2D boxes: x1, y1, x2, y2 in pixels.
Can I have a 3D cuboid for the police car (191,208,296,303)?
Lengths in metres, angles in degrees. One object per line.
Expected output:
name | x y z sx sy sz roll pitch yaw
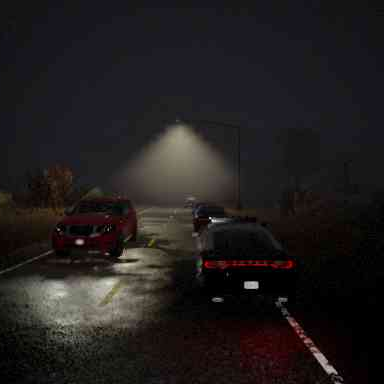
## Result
police car | 1.031 1.419 8.388 1.930 1.638 5.238 0 0 0

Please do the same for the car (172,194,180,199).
car | -4.572 1.226 94.332 1.837 1.490 4.892 0 0 -3

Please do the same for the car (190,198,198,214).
car | 0.993 1.450 24.281 1.882 1.535 5.008 0 0 0

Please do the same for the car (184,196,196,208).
car | -0.075 1.415 45.783 2.128 1.511 4.902 0 0 0

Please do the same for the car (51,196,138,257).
car | -3.531 1.211 13.208 2.150 2.045 5.566 0 0 0

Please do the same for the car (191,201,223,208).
car | 1.007 1.488 18.279 1.837 1.490 4.892 0 0 0

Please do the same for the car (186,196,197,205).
car | -0.147 1.407 59.117 1.812 1.442 4.674 0 0 0
